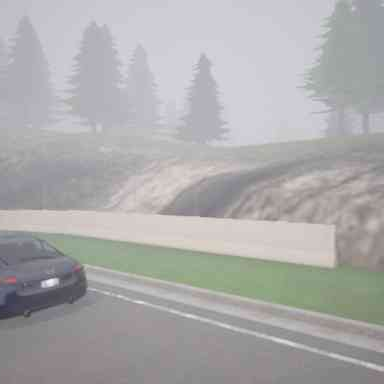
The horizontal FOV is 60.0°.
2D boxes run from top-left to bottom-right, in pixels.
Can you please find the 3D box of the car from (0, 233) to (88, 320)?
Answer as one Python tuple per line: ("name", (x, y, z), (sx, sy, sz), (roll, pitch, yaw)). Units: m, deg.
("car", (-4.130, 1.570, 7.048), (4.181, 1.385, 1.994), (0, 0, 36))
